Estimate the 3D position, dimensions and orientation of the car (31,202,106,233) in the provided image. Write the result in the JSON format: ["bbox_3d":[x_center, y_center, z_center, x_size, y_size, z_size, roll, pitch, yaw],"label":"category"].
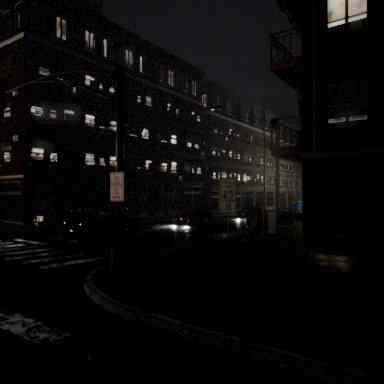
[{"bbox_3d":[-7.696,1.603,21.603,2.192,1.841,5.009,-1,-2,35],"label":"car"}]

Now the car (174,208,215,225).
[{"bbox_3d":[0.269,2.028,28.453,1.994,1.385,4.181,0,-1,35],"label":"car"}]

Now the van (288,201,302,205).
[{"bbox_3d":[18.357,2.463,58.868,1.690,1.788,3.998,-1,-2,35],"label":"van"}]

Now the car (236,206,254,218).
[{"bbox_3d":[6.592,2.229,37.485,1.994,1.385,4.181,0,-1,34],"label":"car"}]

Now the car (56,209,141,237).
[{"bbox_3d":[-5.435,1.884,20.320,1.895,1.301,4.718,0,-1,36],"label":"car"}]

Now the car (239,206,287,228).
[{"bbox_3d":[5.694,2.047,26.179,1.802,1.307,4.206,-2,-2,35],"label":"car"}]

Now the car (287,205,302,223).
[{"bbox_3d":[8.951,2.120,30.839,2.008,1.369,4.403,-2,-2,35],"label":"car"}]
